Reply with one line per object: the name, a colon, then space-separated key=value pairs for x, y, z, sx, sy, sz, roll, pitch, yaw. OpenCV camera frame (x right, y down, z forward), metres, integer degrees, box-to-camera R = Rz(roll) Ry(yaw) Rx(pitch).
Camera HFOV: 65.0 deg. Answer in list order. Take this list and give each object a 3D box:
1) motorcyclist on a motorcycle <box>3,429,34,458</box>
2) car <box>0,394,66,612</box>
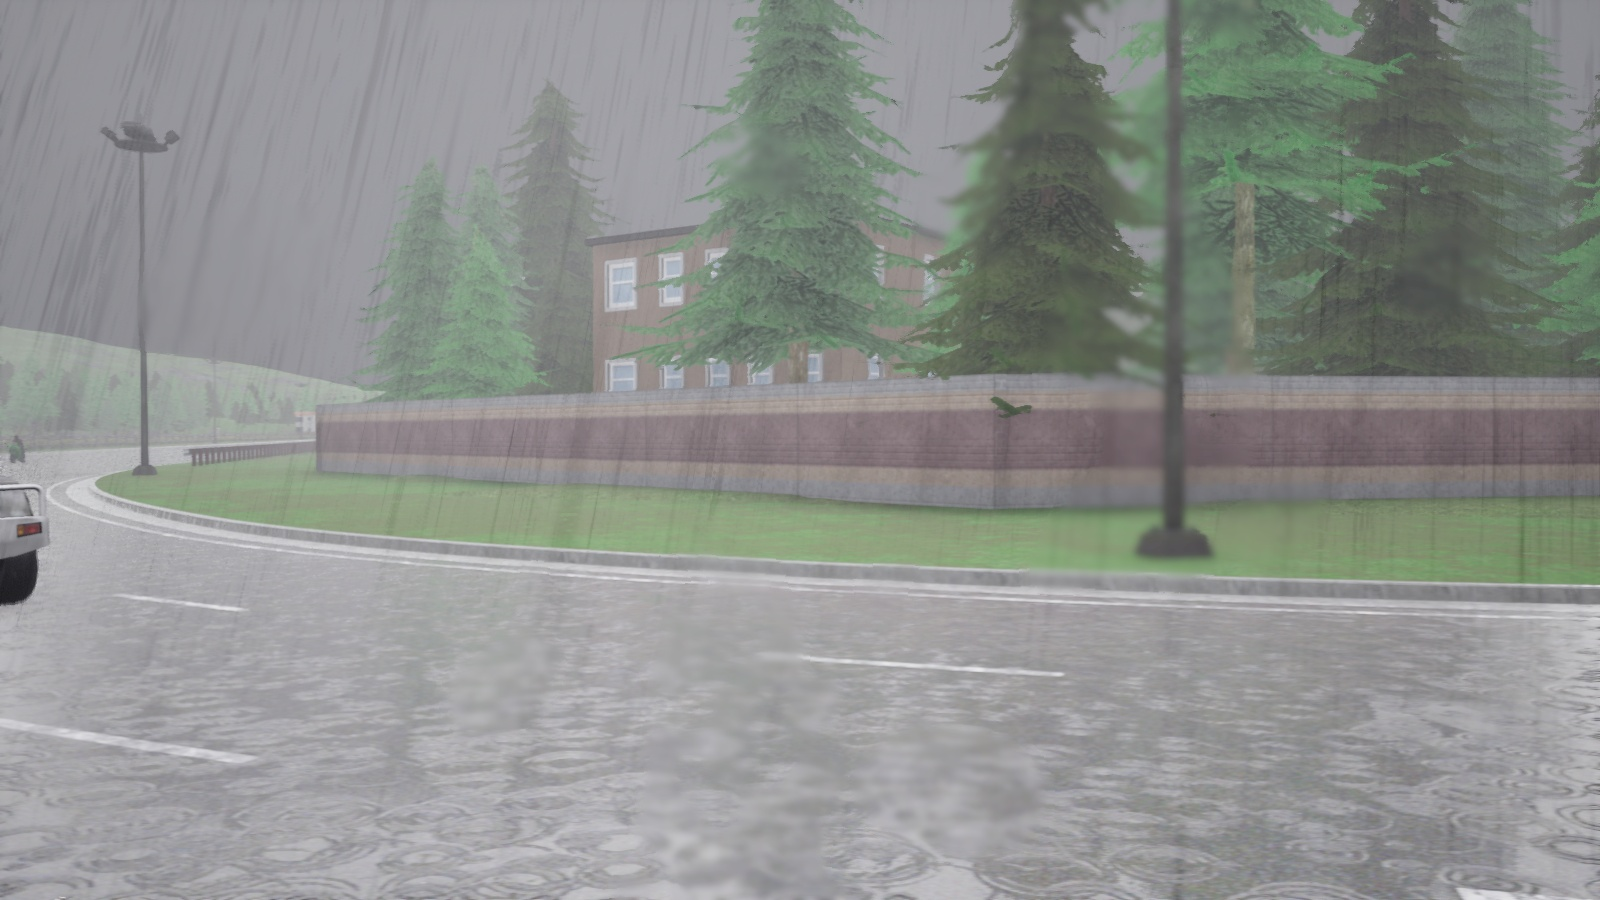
motorcyclist on a motorcycle: x=-41.031 y=-0.346 z=65.930 sx=0.797 sy=1.523 sz=2.044 roll=0 pitch=1 yaw=-15
car: x=-8.893 y=0.432 z=11.731 sx=4.605 sy=1.855 sz=1.932 roll=1 pitch=1 yaw=38
